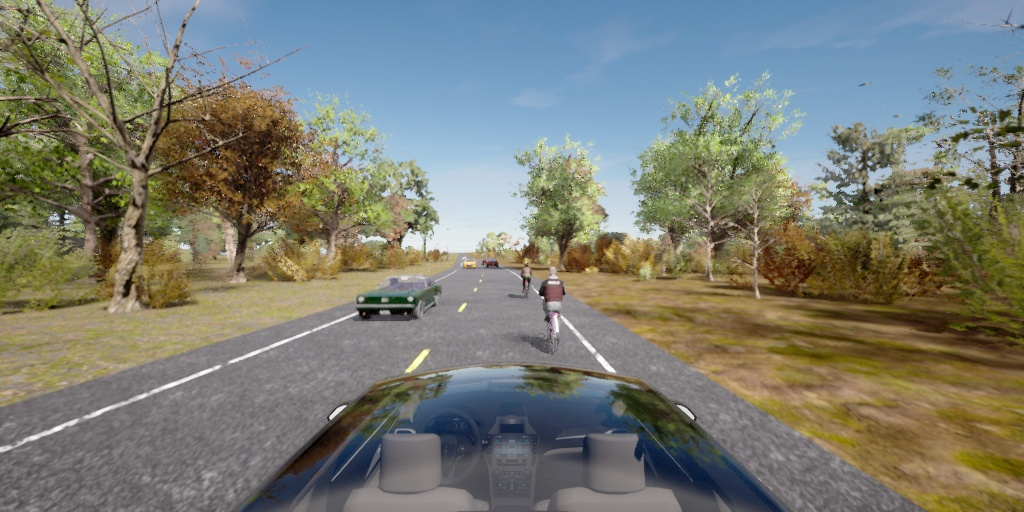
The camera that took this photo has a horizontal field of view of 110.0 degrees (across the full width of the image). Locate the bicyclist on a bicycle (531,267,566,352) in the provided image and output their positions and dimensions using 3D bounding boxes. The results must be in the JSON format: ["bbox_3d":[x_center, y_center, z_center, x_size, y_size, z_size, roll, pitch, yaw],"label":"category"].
[{"bbox_3d":[0.889,1.120,8.028,0.659,1.776,1.843,0,0,-1],"label":"bicyclist on a bicycle"}]

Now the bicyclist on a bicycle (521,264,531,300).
[{"bbox_3d":[0.688,1.200,16.866,0.582,1.620,1.656,0,0,-2],"label":"bicyclist on a bicycle"}]

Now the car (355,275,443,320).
[{"bbox_3d":[-3.763,1.350,12.683,1.895,1.301,4.718,0,0,-1],"label":"car"}]

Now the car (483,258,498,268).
[{"bbox_3d":[-3.368,1.155,60.723,1.882,1.535,5.008,0,0,-7],"label":"car"}]

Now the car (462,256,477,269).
[{"bbox_3d":[-6.358,1.172,54.187,1.882,1.535,5.008,0,0,-6],"label":"car"}]
